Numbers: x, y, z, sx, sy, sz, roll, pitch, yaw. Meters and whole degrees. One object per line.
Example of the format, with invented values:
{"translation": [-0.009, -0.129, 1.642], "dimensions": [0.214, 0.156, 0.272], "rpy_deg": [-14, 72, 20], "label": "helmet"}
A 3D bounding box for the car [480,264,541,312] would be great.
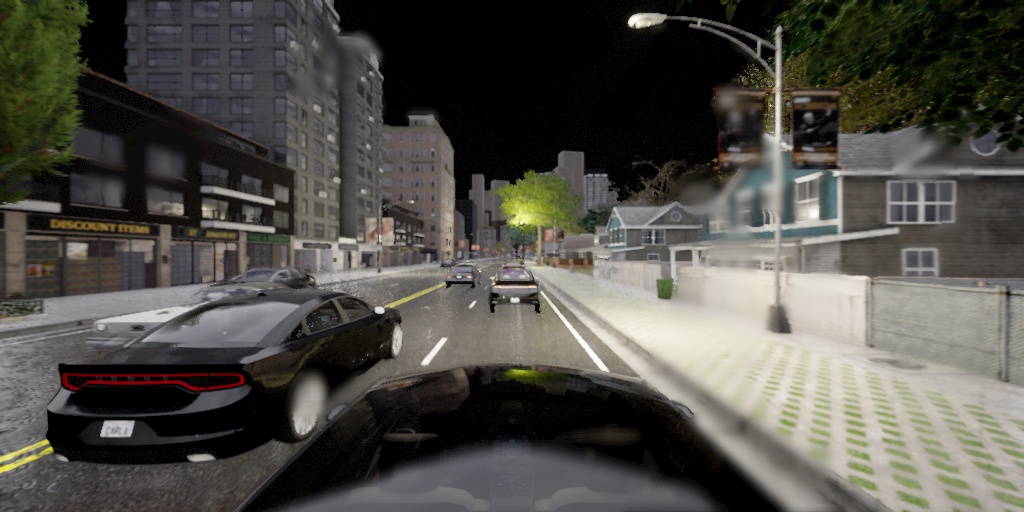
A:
{"translation": [0.103, 1.241, 14.218], "dimensions": [2.128, 1.511, 4.902], "rpy_deg": [0, 0, 0], "label": "car"}

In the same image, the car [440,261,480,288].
{"translation": [-3.143, 1.295, 23.797], "dimensions": [2.033, 1.411, 5.357], "rpy_deg": [0, 0, 0], "label": "car"}

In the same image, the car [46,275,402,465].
{"translation": [-3.148, 1.228, 5.339], "dimensions": [1.882, 1.535, 5.008], "rpy_deg": [0, 0, 0], "label": "car"}

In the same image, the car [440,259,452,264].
{"translation": [-9.798, 1.198, 55.157], "dimensions": [1.882, 1.535, 5.008], "rpy_deg": [0, 0, 0], "label": "car"}

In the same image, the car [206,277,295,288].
{"translation": [-6.599, 1.351, 8.526], "dimensions": [1.895, 1.301, 4.718], "rpy_deg": [0, 0, 0], "label": "car"}

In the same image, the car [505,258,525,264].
{"translation": [0.109, 1.222, 32.537], "dimensions": [1.882, 1.535, 5.008], "rpy_deg": [0, 0, 0], "label": "car"}

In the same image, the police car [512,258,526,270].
{"translation": [0.991, 1.147, 54.199], "dimensions": [1.930, 1.638, 5.238], "rpy_deg": [0, 0, 0], "label": "police car"}

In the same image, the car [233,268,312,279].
{"translation": [-9.845, 1.241, 14.413], "dimensions": [2.128, 1.511, 4.902], "rpy_deg": [0, 0, 0], "label": "car"}
